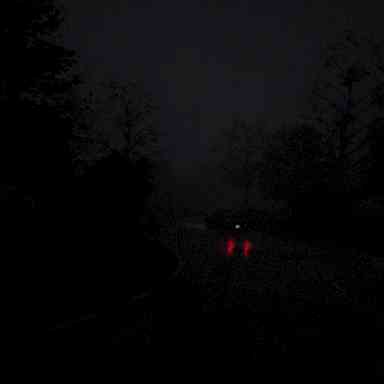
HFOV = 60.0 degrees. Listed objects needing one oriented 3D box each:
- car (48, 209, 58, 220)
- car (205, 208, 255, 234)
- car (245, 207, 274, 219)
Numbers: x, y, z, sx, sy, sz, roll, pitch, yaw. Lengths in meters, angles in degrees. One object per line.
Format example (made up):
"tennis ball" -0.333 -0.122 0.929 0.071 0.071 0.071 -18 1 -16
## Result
"car" -15.659 2.268 39.505 2.435 2.045 5.566 0 -1 -17
"car" 2.363 2.090 24.011 2.128 1.511 4.902 1 -1 -15
"car" 7.234 2.464 38.746 5.008 1.535 1.882 1 -3 -22
